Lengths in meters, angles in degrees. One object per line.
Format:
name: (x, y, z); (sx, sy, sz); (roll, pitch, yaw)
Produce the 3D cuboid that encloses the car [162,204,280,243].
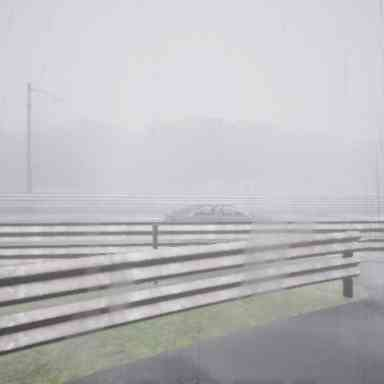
car: (1.226, 1.236, 13.520); (4.902, 1.511, 2.128); (1, 1, -9)
